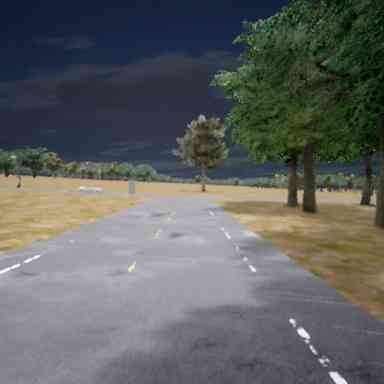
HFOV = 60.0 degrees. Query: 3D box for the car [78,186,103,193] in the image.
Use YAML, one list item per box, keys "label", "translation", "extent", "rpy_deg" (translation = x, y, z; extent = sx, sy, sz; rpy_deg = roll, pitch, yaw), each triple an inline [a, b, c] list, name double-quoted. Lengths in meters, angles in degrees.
- label: "car"
  translation: [-19.919, -0.514, 65.227]
  extent: [4.674, 1.442, 1.812]
  rpy_deg: [2, 1, 1]
